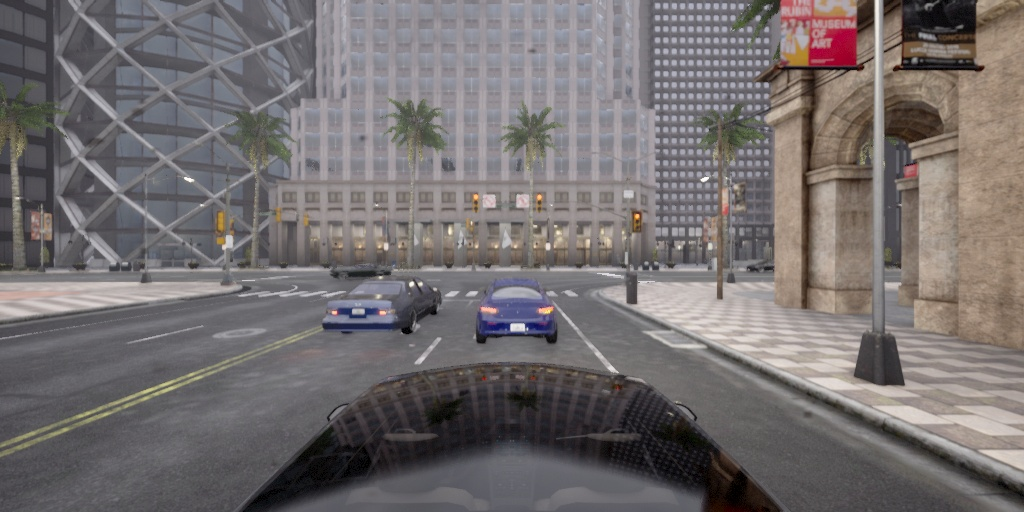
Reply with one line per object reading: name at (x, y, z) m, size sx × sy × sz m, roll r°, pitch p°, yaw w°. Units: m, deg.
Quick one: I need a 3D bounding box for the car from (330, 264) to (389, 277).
car at (-12.751, 1.320, 30.307) m, size 4.718 × 1.301 × 1.895 m, roll 0°, pitch 0°, yaw -35°

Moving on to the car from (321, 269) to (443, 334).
car at (-3.422, 1.288, 10.527) m, size 2.033 × 1.411 × 5.357 m, roll 0°, pitch 0°, yaw 0°

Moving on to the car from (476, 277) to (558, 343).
car at (0.086, 1.267, 9.499) m, size 1.812 × 1.442 × 4.674 m, roll 0°, pitch 0°, yaw -1°
